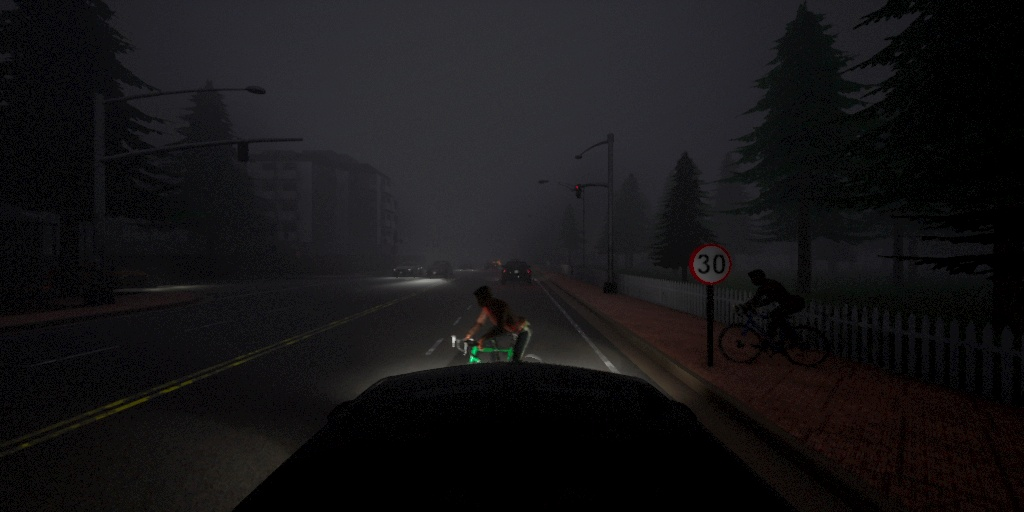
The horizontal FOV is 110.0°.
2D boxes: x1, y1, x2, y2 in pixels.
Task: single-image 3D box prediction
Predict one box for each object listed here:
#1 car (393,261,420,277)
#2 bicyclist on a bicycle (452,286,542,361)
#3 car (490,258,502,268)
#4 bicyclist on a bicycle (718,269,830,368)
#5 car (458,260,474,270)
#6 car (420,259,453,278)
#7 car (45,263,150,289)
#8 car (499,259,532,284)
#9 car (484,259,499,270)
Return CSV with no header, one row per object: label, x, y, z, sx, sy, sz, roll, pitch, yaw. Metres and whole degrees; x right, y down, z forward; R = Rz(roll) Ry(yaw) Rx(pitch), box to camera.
car,-10.282,1.270,35.627,1.812,1.442,4.674,0,0,1
bicyclist on a bicycle,-0.215,1.199,4.573,1.656,1.620,0.582,-1,0,-33
car,-2.814,1.218,64.131,1.882,1.535,5.008,0,0,1
bicyclist on a bicycle,4.390,1.053,6.094,1.656,1.620,0.582,-1,-6,14
car,-6.608,1.267,52.358,1.812,1.442,4.674,0,0,1
car,-6.798,1.235,34.073,2.128,1.511,4.902,0,0,1
car,-25.364,1.186,22.063,5.008,1.535,1.882,0,0,0
car,0.326,1.098,26.563,2.097,1.767,4.553,0,0,1
car,-2.929,1.343,52.055,1.895,1.301,4.718,0,0,1
